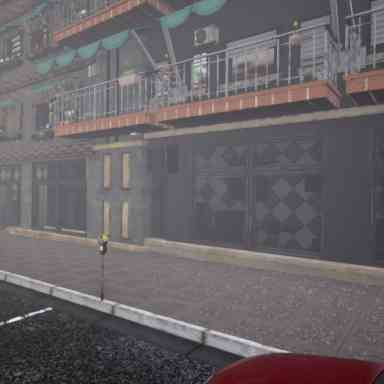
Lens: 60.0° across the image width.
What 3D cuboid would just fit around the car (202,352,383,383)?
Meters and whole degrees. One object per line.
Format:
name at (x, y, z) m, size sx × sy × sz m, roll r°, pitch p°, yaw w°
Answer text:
car at (1.819, 1.582, 1.566) m, size 4.206 × 1.307 × 1.802 m, roll 0°, pitch 1°, yaw 36°
